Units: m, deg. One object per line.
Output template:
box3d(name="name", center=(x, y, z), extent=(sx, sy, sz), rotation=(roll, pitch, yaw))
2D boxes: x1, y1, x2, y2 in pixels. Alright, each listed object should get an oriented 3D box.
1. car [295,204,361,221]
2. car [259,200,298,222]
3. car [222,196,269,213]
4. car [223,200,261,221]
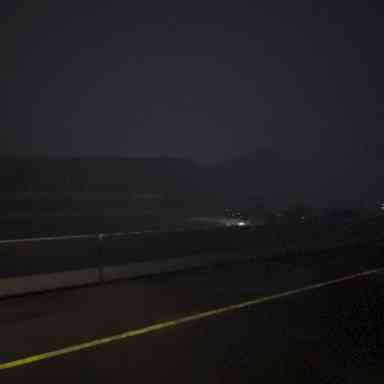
box3d(name="car", center=(10.202, 1.743, 24.128), extent=(5.357, 1.411, 2.033), rotation=(1, 0, -35))
box3d(name="car", center=(8.027, 1.672, 26.890), extent=(5.008, 1.535, 1.882), rotation=(1, 0, -36))
box3d(name="car", center=(5.618, 1.434, 33.761), extent=(5.566, 2.045, 2.150), rotation=(1, 0, -36))
box3d(name="car", center=(5.448, 1.692, 29.349), extent=(4.892, 1.490, 1.837), rotation=(0, 0, -36))
